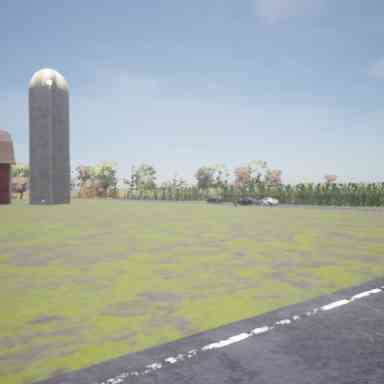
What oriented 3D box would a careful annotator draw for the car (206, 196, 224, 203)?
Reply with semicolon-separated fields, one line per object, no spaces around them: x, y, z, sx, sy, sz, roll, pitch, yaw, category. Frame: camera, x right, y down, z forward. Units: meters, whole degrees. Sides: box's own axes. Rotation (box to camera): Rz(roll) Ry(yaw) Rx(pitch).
5.104;1.675;74.175;2.128;1.511;4.902;-1;0;-36;car

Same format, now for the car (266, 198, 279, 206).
14.012;1.785;62.042;1.812;1.442;4.674;-1;0;-36;car

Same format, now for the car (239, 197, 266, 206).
10.754;1.799;61.756;1.837;1.490;4.892;-1;0;-36;car
